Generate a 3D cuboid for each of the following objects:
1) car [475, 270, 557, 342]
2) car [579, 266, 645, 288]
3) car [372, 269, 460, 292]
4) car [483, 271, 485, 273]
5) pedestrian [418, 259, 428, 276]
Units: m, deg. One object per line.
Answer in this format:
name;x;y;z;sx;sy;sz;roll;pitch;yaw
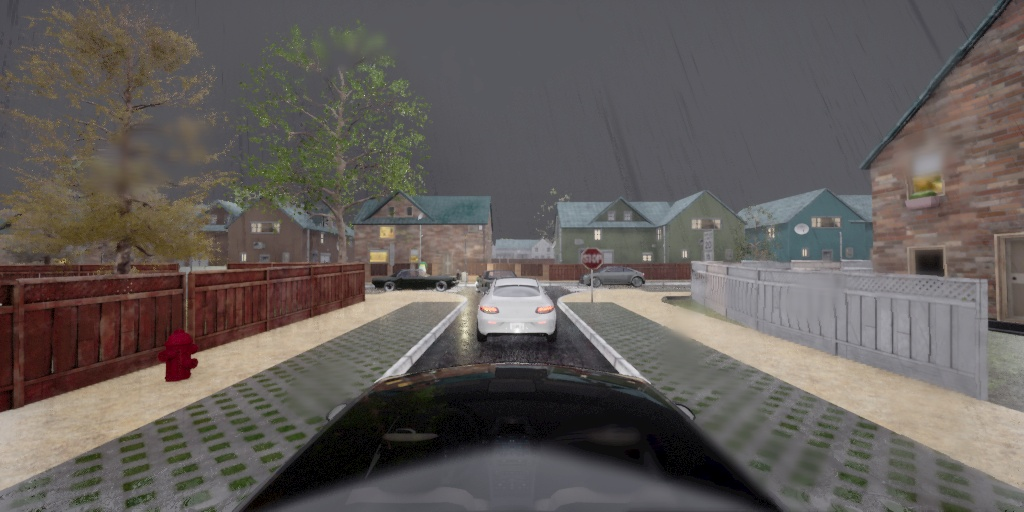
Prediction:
car;0.107;1.279;9.670;1.812;1.442;4.674;0;0;0
car;6.551;1.344;23.660;4.181;1.385;1.994;0;-1;1
car;-5.472;1.416;20.876;4.718;1.301;1.895;-1;-1;1
car;-0.747;1.366;18.489;1.895;1.301;4.718;0;-1;-12
pedestrian;-6.687;1.119;26.762;0.375;1.860;0.375;0;-1;1
